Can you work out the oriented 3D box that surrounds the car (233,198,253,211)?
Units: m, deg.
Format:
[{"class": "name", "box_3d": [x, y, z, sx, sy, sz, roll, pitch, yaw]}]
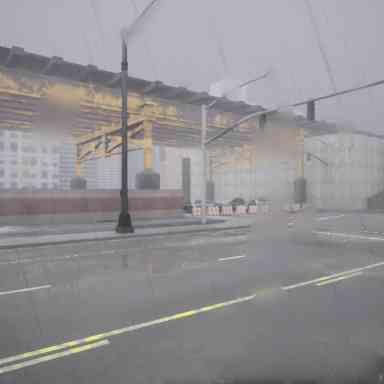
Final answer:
[{"class": "car", "box_3d": [5.268, 1.453, 37.940, 2.038, 1.542, 4.974, 0, 0, 18]}]

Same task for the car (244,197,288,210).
[{"class": "car", "box_3d": [9.179, 1.453, 41.700, 4.974, 1.542, 2.038, 0, 0, -7]}]

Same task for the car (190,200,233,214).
[{"class": "car", "box_3d": [1.523, 1.453, 35.256, 4.974, 1.542, 2.038, 0, 0, 8]}]

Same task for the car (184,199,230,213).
[{"class": "car", "box_3d": [1.472, 1.295, 35.263, 4.536, 1.218, 1.853, 0, 0, 8]}]

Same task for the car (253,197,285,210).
[{"class": "car", "box_3d": [9.128, 1.295, 41.693, 4.536, 1.218, 1.853, 0, 0, -7]}]

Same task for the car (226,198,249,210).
[{"class": "car", "box_3d": [5.284, 1.295, 37.990, 1.853, 1.218, 4.536, 0, 0, 18]}]
